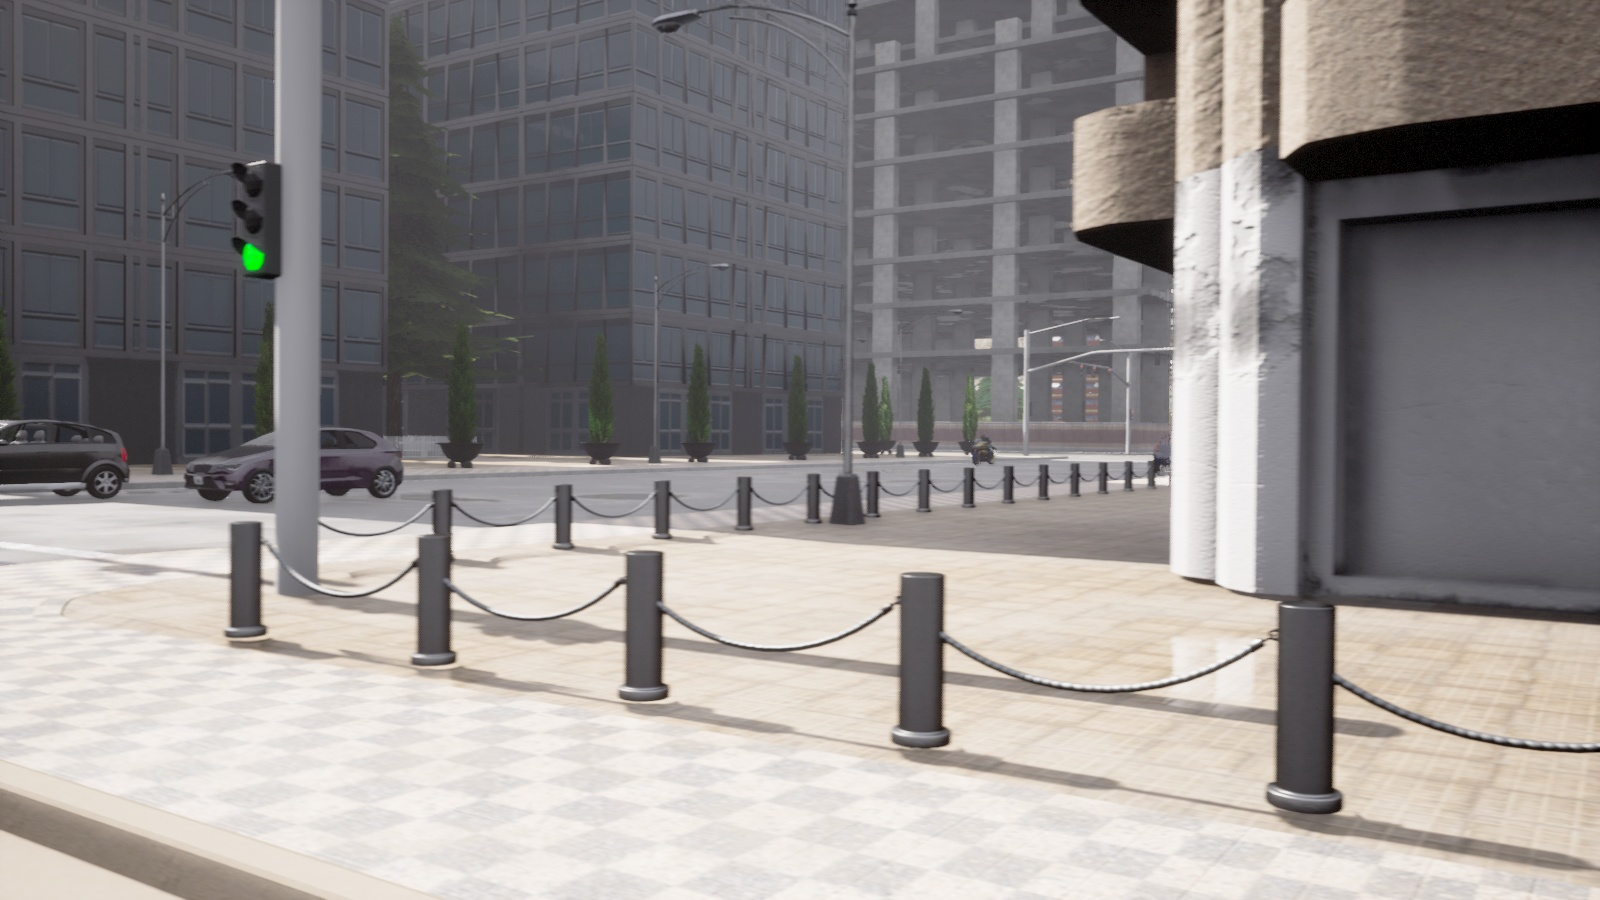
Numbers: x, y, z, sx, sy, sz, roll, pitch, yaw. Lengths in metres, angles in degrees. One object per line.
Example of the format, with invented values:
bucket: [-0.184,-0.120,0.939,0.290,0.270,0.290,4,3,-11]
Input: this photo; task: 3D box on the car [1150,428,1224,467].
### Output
car: [15.488,-0.135,50.163,1.845,1.501,3.633,0,1,34]

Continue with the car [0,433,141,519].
car: [-14.853,0.464,23.856,1.789,1.549,3.705,0,1,34]

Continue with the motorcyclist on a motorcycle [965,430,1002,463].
motorcyclist on a motorcycle: [8.601,-0.169,58.738,0.866,1.530,2.191,0,1,34]

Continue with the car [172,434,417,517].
car: [-9.918,0.439,24.922,1.816,1.474,4.193,0,1,34]
